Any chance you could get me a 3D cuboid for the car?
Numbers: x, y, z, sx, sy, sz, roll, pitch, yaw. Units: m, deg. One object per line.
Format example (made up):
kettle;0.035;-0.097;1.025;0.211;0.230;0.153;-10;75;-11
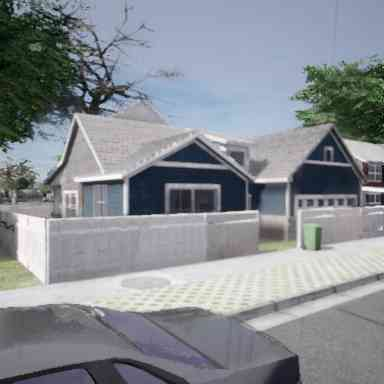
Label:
car;-1.555;1.545;1.839;5.357;1.411;2.033;0;0;-35
